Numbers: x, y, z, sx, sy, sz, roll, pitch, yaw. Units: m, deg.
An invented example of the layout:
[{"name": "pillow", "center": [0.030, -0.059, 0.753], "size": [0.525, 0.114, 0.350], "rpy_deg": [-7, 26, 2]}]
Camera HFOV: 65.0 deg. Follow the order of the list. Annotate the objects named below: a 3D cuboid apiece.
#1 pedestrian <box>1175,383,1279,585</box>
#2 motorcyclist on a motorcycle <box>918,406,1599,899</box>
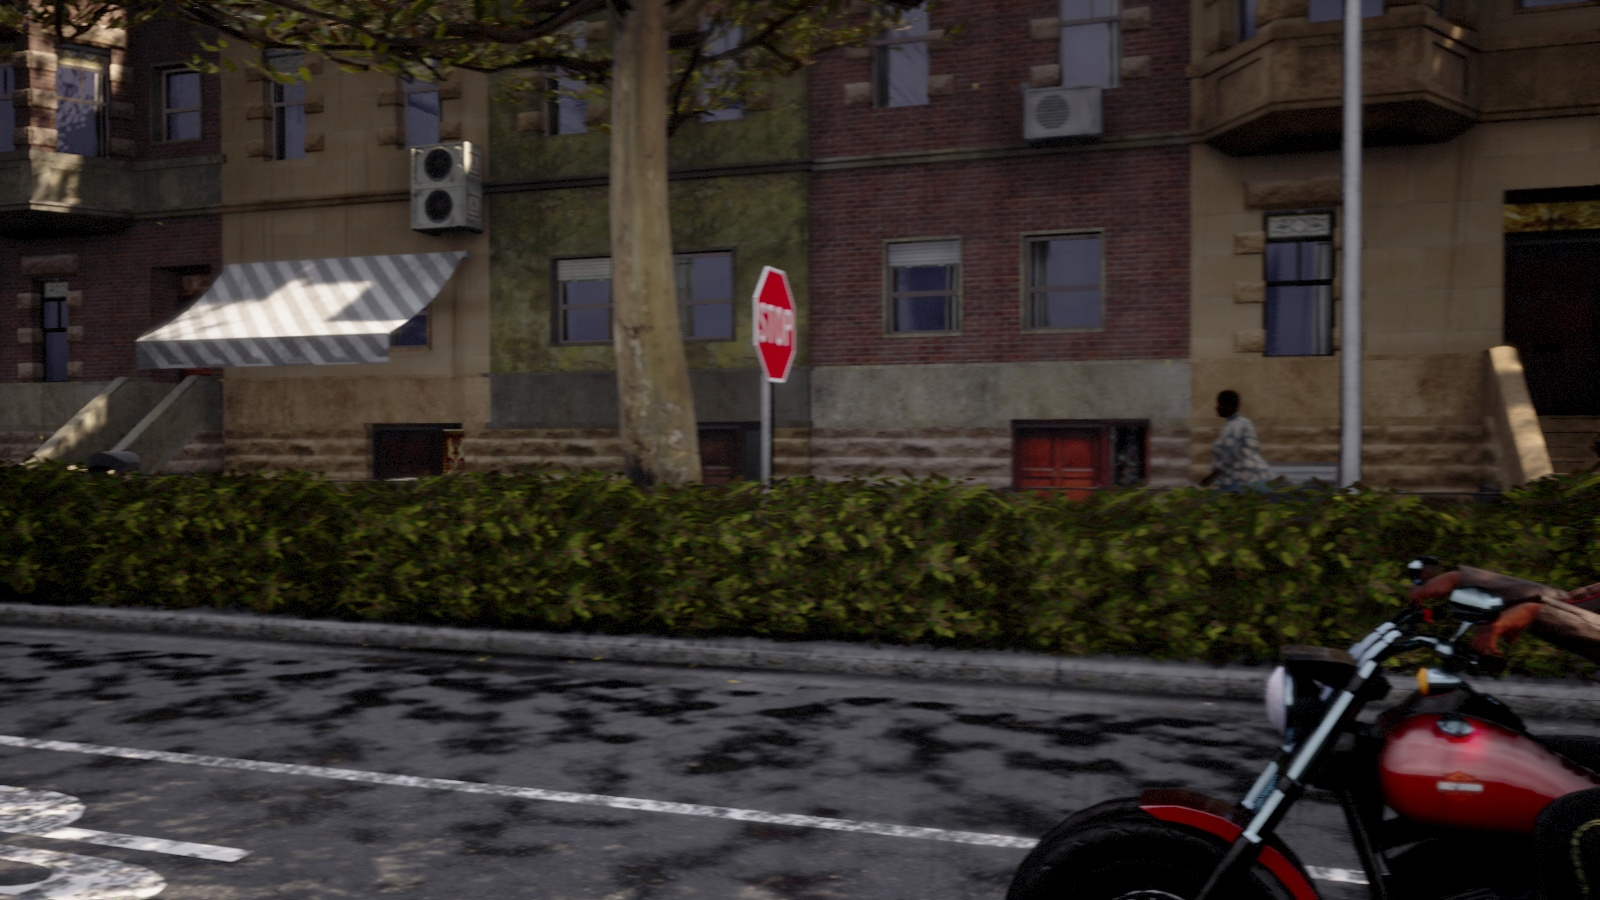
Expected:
[{"name": "pedestrian", "center": [4.132, 0.305, 12.120], "size": [0.900, 1.855, 0.874], "rpy_deg": [1, 1, 21]}, {"name": "motorcyclist on a motorcycle", "center": [1.491, 0.740, 2.691], "size": [2.350, 1.649, 0.766], "rpy_deg": [0, 1, 19]}]
